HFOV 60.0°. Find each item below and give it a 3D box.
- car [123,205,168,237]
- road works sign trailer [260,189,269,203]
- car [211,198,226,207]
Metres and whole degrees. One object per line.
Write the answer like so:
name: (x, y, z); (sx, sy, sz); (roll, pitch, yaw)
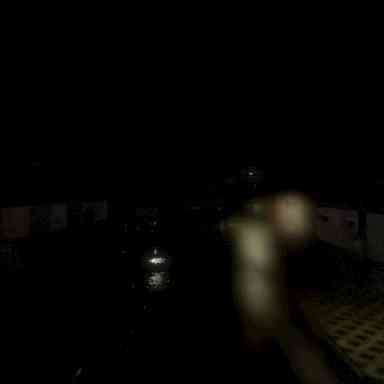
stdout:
car: (-2.510, 1.549, 18.859); (1.882, 1.535, 5.008); (0, 0, 3)
road works sign trailer: (19.637, 1.037, 89.145); (2.380, 3.560, 2.880); (-1, -1, 30)
car: (4.846, 1.827, 60.262); (2.128, 1.511, 4.902); (0, -1, 17)
